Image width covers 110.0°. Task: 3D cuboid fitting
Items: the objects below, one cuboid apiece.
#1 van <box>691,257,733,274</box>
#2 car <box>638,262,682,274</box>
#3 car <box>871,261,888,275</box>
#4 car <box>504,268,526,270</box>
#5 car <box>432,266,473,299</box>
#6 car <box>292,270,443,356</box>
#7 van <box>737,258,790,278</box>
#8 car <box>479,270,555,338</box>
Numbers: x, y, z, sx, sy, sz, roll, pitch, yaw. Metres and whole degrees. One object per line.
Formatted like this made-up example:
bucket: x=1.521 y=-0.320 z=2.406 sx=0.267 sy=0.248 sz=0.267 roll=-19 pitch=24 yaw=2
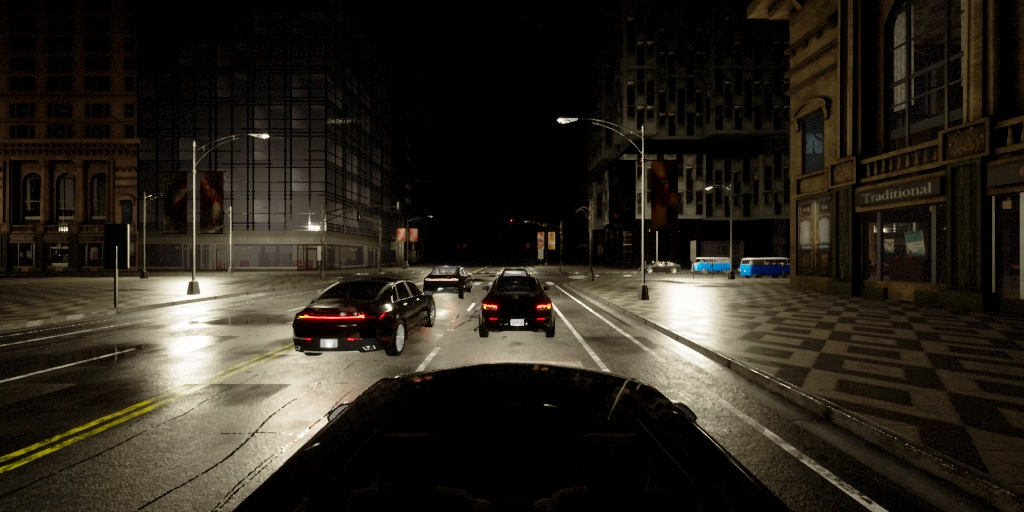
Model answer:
van: x=21.596 y=1.042 z=38.790 sx=3.998 sy=1.789 sz=1.690 roll=0 pitch=0 yaw=0
car: x=15.977 y=1.263 z=38.829 sx=4.403 sy=1.370 sz=2.007 roll=0 pitch=0 yaw=0
car: x=32.774 y=1.252 z=30.186 sx=4.207 sy=1.307 sz=1.802 roll=0 pitch=0 yaw=0
car: x=0.146 y=1.314 z=18.464 sx=1.994 sy=1.385 sz=4.181 roll=0 pitch=0 yaw=0
car: x=-3.108 y=1.241 z=17.994 sx=2.128 sy=1.511 sz=4.902 roll=0 pitch=0 yaw=0
car: x=-3.134 y=1.255 z=8.580 sx=1.837 sy=1.490 sz=4.892 roll=0 pitch=0 yaw=0
van: x=21.537 y=1.032 z=30.265 sx=3.998 sy=1.789 sz=1.690 roll=0 pitch=0 yaw=0
car: x=0.121 y=1.276 z=10.075 sx=1.812 sy=1.442 sz=4.674 roll=0 pitch=0 yaw=0
